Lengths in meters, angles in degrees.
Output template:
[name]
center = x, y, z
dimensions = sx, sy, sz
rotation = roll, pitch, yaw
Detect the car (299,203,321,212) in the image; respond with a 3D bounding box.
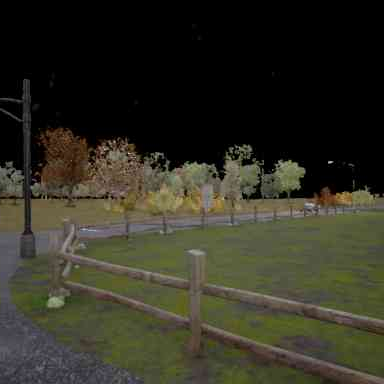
[car]
center = 18.875, 2.447, 52.974
dimensions = 2.033, 1.411, 5.357
rotation = -1, -2, 40
